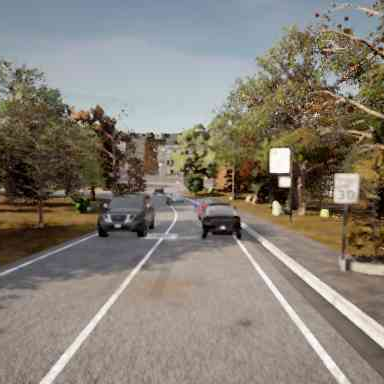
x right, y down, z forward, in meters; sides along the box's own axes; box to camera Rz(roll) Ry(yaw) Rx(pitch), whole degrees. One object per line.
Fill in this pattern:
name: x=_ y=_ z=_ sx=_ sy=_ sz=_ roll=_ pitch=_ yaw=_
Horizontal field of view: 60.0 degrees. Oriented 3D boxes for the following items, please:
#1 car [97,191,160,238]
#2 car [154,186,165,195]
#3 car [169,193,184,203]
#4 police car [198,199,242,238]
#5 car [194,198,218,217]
car: x=-3.258 y=1.151 z=17.589 sx=2.150 sy=2.045 sz=5.566 roll=0 pitch=0 yaw=1
car: x=-6.652 y=-0.369 z=68.215 sx=1.837 sy=1.490 sz=4.892 roll=0 pitch=5 yaw=-1
car: x=-2.454 y=0.899 z=52.239 sx=1.812 sy=1.442 sz=4.674 roll=-1 pitch=3 yaw=-14
police car: x=1.424 y=1.373 z=17.384 sx=1.930 sy=1.638 sz=5.238 roll=0 pitch=0 yaw=1
car: x=1.479 y=1.253 z=27.401 sx=2.097 sy=1.767 sz=4.553 roll=0 pitch=0 yaw=-1
